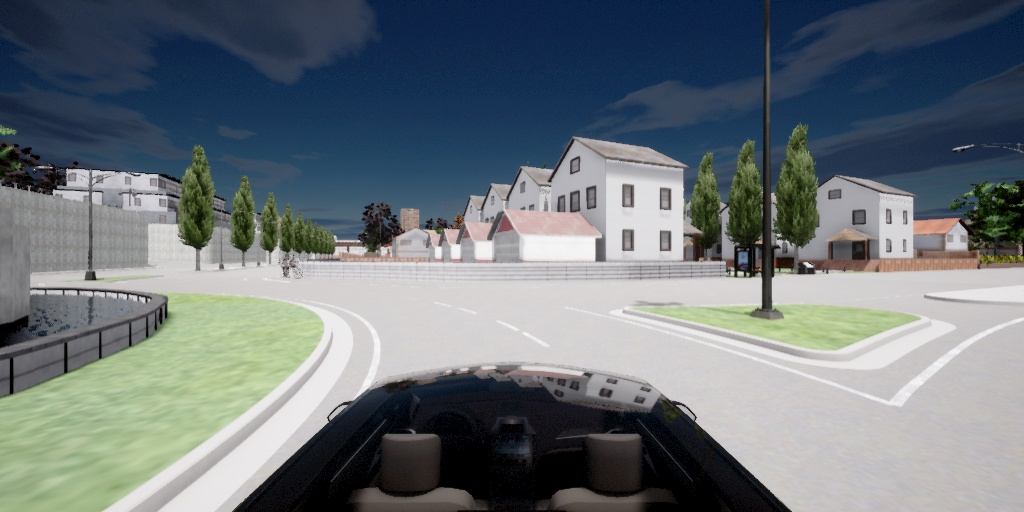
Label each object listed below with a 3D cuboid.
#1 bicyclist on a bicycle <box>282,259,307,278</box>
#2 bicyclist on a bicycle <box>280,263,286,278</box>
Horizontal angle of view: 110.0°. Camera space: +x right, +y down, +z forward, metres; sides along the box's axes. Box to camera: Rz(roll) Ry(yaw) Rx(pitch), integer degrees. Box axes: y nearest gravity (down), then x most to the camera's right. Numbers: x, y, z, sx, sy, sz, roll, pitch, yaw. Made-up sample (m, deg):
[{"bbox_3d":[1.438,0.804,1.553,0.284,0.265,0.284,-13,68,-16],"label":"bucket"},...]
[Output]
[{"bbox_3d":[-17.523,0.934,29.000,0.582,1.620,1.656,-15,11,-13],"label":"bicyclist on a bicycle"},{"bbox_3d":[-18.823,1.066,29.715,1.656,1.620,0.582,2,1,35],"label":"bicyclist on a bicycle"}]
